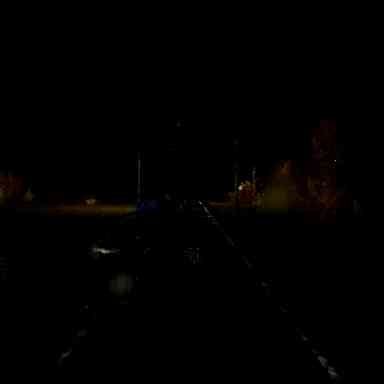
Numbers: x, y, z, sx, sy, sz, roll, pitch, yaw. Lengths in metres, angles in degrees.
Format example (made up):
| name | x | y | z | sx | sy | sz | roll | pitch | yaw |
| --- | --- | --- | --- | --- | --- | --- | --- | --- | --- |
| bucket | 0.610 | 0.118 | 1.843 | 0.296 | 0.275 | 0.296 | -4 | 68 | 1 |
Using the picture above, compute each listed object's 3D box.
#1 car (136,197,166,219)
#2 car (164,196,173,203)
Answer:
| name | x | y | z | sx | sy | sz | roll | pitch | yaw |
| --- | --- | --- | --- | --- | --- | --- | --- | --- | --- |
| car | -3.601 | 1.456 | 28.878 | 1.882 | 1.535 | 5.008 | 0 | 0 | 0 |
| car | -5.227 | 1.522 | 70.056 | 1.994 | 1.385 | 4.181 | 0 | 0 | -8 |
